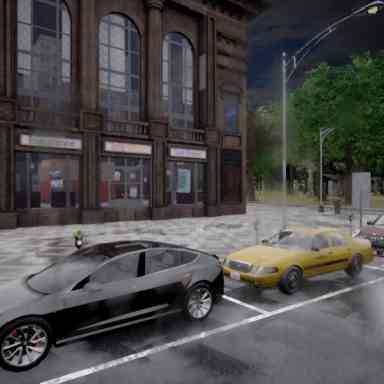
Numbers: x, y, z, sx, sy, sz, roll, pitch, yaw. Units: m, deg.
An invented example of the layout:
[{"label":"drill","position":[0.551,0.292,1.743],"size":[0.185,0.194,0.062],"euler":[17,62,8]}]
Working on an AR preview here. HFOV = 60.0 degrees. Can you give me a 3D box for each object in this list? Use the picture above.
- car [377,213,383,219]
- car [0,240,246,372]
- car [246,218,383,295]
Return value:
[{"label":"car","position":[7.475,1.440,11.988],"size":[4.097,1.590,1.967],"euler":[0,0,-36]},{"label":"car","position":[-1.376,1.566,5.668],"size":[4.313,1.339,1.947],"euler":[0,0,-36]},{"label":"car","position":[2.911,1.525,8.730],"size":[4.829,1.417,1.752],"euler":[0,0,-36]}]
